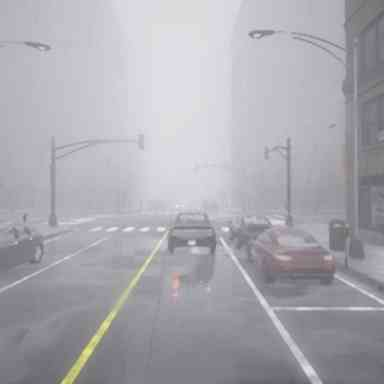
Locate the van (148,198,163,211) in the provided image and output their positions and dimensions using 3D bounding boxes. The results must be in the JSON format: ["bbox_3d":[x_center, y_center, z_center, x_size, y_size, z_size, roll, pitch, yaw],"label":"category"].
[{"bbox_3d":[-5.698,1.835,49.935,1.690,1.788,3.998,0,-1,0],"label":"van"}]

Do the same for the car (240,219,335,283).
[{"bbox_3d":[2.671,1.677,9.652,1.802,1.307,4.206,0,-1,0],"label":"car"}]

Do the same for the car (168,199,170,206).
[{"bbox_3d":[-5.644,2.173,61.269,1.947,1.339,4.313,0,-1,0],"label":"car"}]

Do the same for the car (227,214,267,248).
[{"bbox_3d":[2.673,1.701,15.246,2.008,1.369,4.403,0,-1,0],"label":"car"}]

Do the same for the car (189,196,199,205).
[{"bbox_3d":[0.300,2.296,79.048,1.812,1.442,4.674,0,-1,0],"label":"car"}]

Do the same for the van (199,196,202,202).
[{"bbox_3d":[2.936,2.059,72.572,1.690,1.788,3.998,0,-1,0],"label":"van"}]

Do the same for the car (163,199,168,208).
[{"bbox_3d":[-5.671,1.991,55.602,1.967,1.590,4.097,0,-1,0],"label":"car"}]

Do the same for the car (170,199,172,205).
[{"bbox_3d":[-5.617,2.245,66.937,1.802,1.307,4.206,0,-1,0],"label":"car"}]

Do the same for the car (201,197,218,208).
[{"bbox_3d":[2.828,1.934,49.895,1.967,1.590,4.097,0,-1,0],"label":"car"}]

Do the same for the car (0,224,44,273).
[{"bbox_3d":[-5.855,1.646,9.650,2.008,1.369,4.403,0,-1,0],"label":"car"}]

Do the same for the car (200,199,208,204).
[{"bbox_3d":[2.990,2.378,83.908,2.008,1.369,4.403,0,-1,0],"label":"car"}]

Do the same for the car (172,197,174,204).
[{"bbox_3d":[-5.590,2.284,72.605,1.947,1.339,4.313,0,-1,0],"label":"car"}]

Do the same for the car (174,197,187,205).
[{"bbox_3d":[-2.711,2.354,76.759,1.895,1.301,4.718,0,-1,0],"label":"car"}]

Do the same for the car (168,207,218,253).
[{"bbox_3d":[0.011,1.633,14.287,2.128,1.511,4.902,0,0,0],"label":"car"}]

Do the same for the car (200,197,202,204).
[{"bbox_3d":[2.882,2.046,61.233,1.967,1.590,4.097,0,-1,0],"label":"car"}]
